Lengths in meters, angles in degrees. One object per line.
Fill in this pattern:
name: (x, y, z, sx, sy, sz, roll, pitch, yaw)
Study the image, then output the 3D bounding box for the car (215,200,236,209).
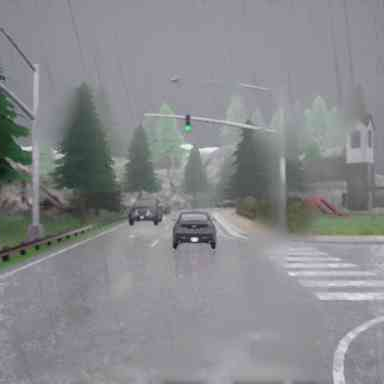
car: (6.419, 2.139, 58.215, 5.357, 1.411, 2.033, 1, -1, -40)

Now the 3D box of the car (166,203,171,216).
car: (-3.572, 1.935, 38.192, 2.033, 1.411, 5.357, 0, 0, 3)

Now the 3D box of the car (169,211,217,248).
car: (0.102, 1.662, 15.640, 1.837, 1.490, 4.892, 0, -1, 0)

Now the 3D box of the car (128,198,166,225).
car: (-3.595, 1.494, 26.675, 2.150, 2.045, 5.566, 0, -1, 0)
